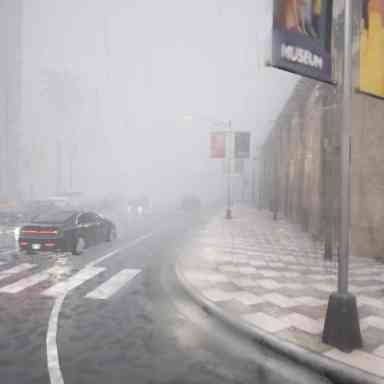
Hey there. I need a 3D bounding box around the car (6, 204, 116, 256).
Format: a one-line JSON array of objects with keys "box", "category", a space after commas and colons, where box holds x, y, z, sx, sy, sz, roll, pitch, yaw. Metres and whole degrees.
[{"box": [-4.421, 1.416, 12.531, 1.837, 1.490, 4.892, 1, 0, 7], "category": "car"}]

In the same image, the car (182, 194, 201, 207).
[{"box": [-0.044, 1.100, 45.040, 2.097, 1.767, 4.553, 1, 0, 8], "category": "car"}]

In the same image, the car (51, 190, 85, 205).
[{"box": [-12.426, 0.820, 32.914, 2.150, 2.045, 5.566, 1, 1, 8], "category": "car"}]

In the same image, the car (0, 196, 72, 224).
[{"box": [-10.373, 1.245, 21.889, 2.033, 1.411, 5.357, 1, 0, 7], "category": "car"}]

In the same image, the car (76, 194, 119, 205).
[{"box": [-9.002, 1.192, 32.112, 1.812, 1.442, 4.674, 1, 0, 8], "category": "car"}]

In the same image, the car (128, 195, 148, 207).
[{"box": [-7.199, 1.155, 44.936, 1.812, 1.442, 4.674, 1, 0, 8], "category": "car"}]

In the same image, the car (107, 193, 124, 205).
[{"box": [-10.759, 0.920, 44.742, 2.097, 1.767, 4.553, 1, 0, 8], "category": "car"}]
